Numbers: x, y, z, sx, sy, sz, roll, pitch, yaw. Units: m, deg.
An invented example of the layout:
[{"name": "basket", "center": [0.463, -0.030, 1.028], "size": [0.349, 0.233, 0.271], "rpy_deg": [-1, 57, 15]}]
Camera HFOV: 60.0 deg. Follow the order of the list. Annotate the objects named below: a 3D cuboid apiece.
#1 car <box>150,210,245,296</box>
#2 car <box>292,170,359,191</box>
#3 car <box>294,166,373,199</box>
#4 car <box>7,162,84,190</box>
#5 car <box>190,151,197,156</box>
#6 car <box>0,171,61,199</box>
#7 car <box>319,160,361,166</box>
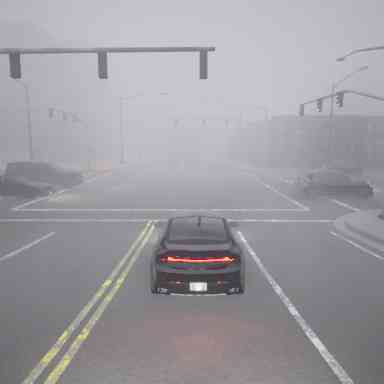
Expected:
[{"name": "car", "center": [0.115, 1.200, 8.071], "size": [1.837, 1.490, 4.892], "rpy_deg": [0, 4, 0]}, {"name": "car", "center": [9.926, -0.884, 25.035], "size": [4.181, 1.385, 1.994], "rpy_deg": [0, 8, 0]}, {"name": "car", "center": [9.213, -0.581, 21.546], "size": [4.553, 1.767, 2.097], "rpy_deg": [0, 8, 0]}, {"name": "car", "center": [-11.252, -1.274, 25.408], "size": [5.566, 2.045, 2.150], "rpy_deg": [-1, 9, -5]}, {"name": "car", "center": [0.279, -10.425, 89.407], "size": [2.033, 1.411, 5.357], "rpy_deg": [0, 8, 0]}, {"name": "car", "center": [-11.729, -0.372, 21.534], "size": [5.357, 1.411, 2.033], "rpy_deg": [1, 8, 5]}, {"name": "car", "center": [15.665, -2.657, 35.556], "size": [4.553, 1.767, 2.097], "rpy_deg": [0, 8, 0]}]
